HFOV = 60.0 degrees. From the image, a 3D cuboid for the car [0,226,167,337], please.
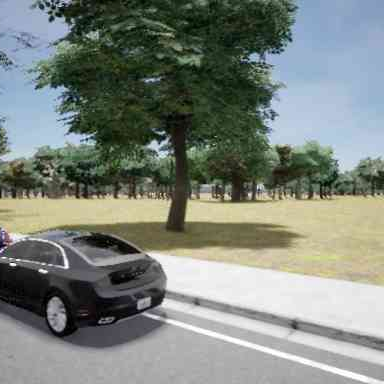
[{"bbox_3d":[-2.722,1.552,6.788,4.892,1.490,1.837,0,0,36],"label":"car"}]
